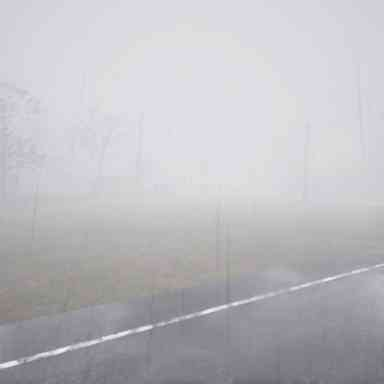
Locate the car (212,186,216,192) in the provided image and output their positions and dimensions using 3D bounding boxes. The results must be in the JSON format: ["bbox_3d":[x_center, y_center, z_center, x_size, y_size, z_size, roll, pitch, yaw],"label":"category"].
[{"bbox_3d":[3.435,-0.701,75.093,1.882,1.535,5.008,0,2,-36],"label":"car"}]

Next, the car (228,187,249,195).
[{"bbox_3d":[9.292,-0.277,66.986,1.882,1.535,5.008,0,2,-36],"label":"car"}]
